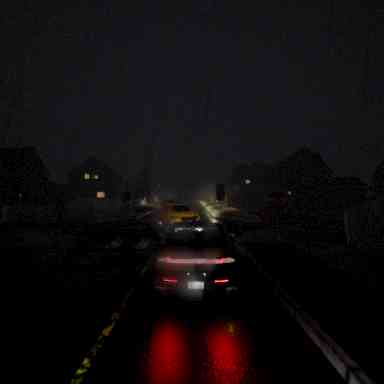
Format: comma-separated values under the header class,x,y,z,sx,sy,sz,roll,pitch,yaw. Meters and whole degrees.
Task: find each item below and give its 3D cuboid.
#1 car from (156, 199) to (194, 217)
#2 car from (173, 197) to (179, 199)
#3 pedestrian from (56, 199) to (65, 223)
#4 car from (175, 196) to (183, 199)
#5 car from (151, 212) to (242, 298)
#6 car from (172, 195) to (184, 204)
class,x,y,z,sx,sy,sz,roll,pitch,yaw
car,-1.181,1.609,24.808,1.882,1.535,5.008,-1,2,-25
car,-2.919,1.626,39.734,1.812,1.442,4.674,0,0,0
pedestrian,-9.845,1.403,24.850,0.375,1.860,0.375,0,-3,-1
car,-2.893,1.762,53.016,1.895,1.301,4.718,0,0,0
car,0.129,1.502,8.523,2.128,1.511,4.902,0,0,1
car,-2.850,1.609,68.363,2.097,1.767,4.553,0,0,0
